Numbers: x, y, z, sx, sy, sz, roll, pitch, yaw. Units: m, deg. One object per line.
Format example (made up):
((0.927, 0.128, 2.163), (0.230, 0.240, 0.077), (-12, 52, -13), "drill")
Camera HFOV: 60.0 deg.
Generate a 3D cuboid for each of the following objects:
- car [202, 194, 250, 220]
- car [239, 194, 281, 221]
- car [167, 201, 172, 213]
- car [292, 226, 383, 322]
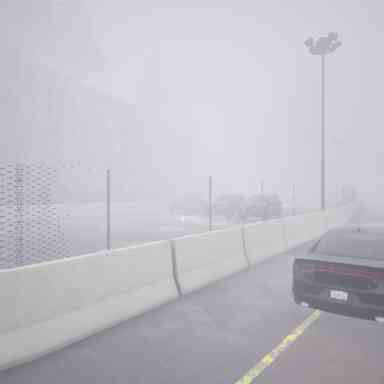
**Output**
((3.142, 1.221, 29.612), (2.150, 2.045, 5.566), (0, 0, 31), "car")
((5.669, 1.221, 27.025), (2.150, 2.045, 5.566), (0, 0, 31), "car")
((-0.548, 1.221, 37.233), (2.150, 2.045, 5.566), (0, 0, 29), "car")
((3.797, 1.478, 7.248), (1.882, 1.535, 5.008), (0, 0, 37), "car")
